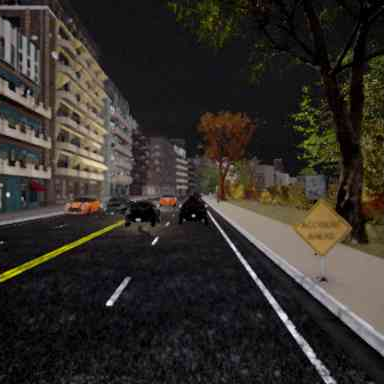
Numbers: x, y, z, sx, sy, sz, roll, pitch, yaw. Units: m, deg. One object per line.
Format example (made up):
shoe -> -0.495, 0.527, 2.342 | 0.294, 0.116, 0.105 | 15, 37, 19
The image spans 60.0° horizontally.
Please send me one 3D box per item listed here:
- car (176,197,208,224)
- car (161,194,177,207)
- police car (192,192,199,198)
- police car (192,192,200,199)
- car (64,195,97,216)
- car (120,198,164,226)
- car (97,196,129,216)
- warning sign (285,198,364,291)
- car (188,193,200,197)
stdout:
car -> 0.097, 1.343, 23.482 | 1.882, 1.535, 5.008 | 0, 0, 0
car -> -3.188, 1.096, 45.445 | 2.097, 1.767, 4.553 | 0, 0, 0
police car -> 1.083, 0.924, 93.263 | 1.930, 1.638, 5.238 | 0, 0, 1
police car -> 0.984, 0.953, 87.346 | 1.930, 1.638, 5.238 | 0, 0, 1
car -> -9.837, 1.181, 30.190 | 2.097, 1.767, 4.553 | 0, 0, 0
car -> -3.152, 1.379, 21.984 | 1.837, 1.490, 4.892 | 0, 0, 0
car -> -6.588, 1.183, 29.790 | 2.097, 1.767, 4.553 | 0, 0, 0
warning sign -> 2.840, 1.073, 7.298 | 1.300, 1.860, 1.060 | -1, 0, 0
car -> 0.073, 1.239, 47.349 | 1.837, 1.490, 4.892 | 0, 0, 0
